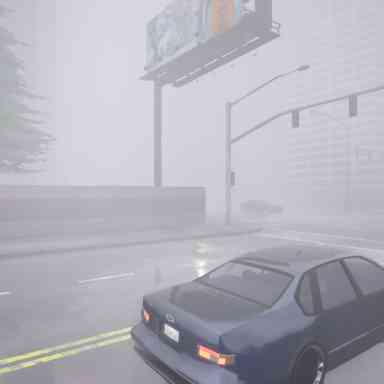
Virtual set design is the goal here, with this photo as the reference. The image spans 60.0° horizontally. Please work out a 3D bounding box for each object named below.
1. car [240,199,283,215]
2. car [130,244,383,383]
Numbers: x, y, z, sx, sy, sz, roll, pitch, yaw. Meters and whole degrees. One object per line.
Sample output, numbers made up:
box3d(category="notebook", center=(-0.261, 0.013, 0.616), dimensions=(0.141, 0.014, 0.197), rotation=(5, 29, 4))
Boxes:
box3d(category="car", center=(7.039, 1.478, 34.017), dimensions=(1.882, 1.535, 5.008), rotation=(0, 0, -35))
box3d(category="car", center=(1.796, 1.547, 5.044), dimensions=(5.357, 1.411, 2.033), rotation=(0, 0, -37))
